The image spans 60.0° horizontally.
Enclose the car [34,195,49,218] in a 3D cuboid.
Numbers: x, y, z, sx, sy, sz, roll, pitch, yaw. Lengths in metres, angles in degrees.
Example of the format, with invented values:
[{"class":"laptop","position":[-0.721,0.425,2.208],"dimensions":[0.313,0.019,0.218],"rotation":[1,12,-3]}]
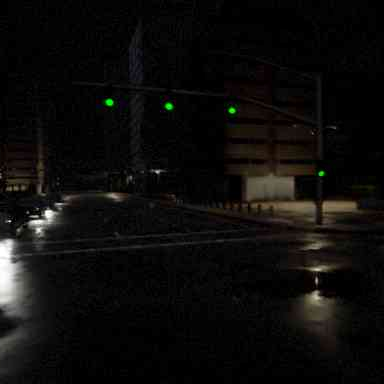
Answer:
[{"class":"car","position":[-12.882,1.201,26.570],"dimensions":[1.882,1.535,5.008],"rotation":[-1,1,-19]}]

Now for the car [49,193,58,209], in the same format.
[{"class":"car","position":[-16.194,1.095,36.322],"dimensions":[2.128,1.511,4.902],"rotation":[-1,1,-18]}]

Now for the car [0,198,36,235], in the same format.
[{"class":"car","position":[-9.755,1.330,17.177],"dimensions":[2.128,1.511,4.902],"rotation":[-1,1,-17]}]

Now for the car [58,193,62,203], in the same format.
[{"class":"car","position":[-21.205,0.937,51.318],"dimensions":[1.837,1.490,4.892],"rotation":[-1,1,-19]}]
